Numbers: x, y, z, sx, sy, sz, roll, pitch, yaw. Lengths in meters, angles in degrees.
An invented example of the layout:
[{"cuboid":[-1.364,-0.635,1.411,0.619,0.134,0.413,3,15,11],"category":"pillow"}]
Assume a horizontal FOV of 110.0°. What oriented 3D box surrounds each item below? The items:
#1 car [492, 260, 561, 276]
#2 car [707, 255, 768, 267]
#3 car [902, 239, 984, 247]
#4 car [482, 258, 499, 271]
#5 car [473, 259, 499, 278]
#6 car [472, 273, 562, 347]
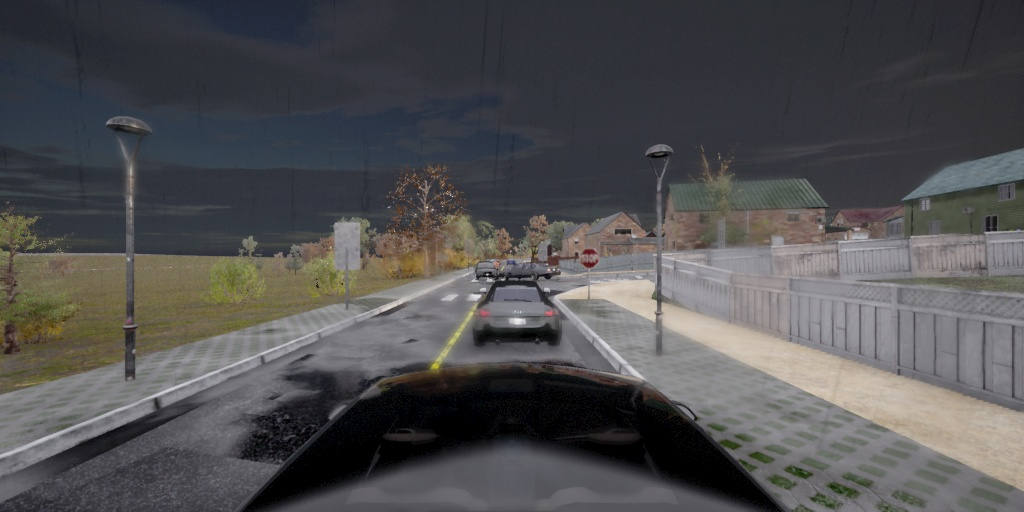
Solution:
[{"cuboid":[1.280,1.197,28.383,5.357,1.411,2.033,-4,-3,43],"category":"car"},{"cuboid":[14.343,0.413,22.788,4.181,1.385,1.994,-3,0,16],"category":"car"},{"cuboid":[23.848,-0.208,20.386,4.902,1.511,2.128,-3,0,14],"category":"car"},{"cuboid":[-2.952,1.120,51.104,2.097,1.767,4.553,0,0,1],"category":"car"},{"cuboid":[-2.314,1.257,31.287,1.837,1.490,4.892,0,0,-8],"category":"car"},{"cuboid":[0.086,1.313,9.366,1.994,1.385,4.181,0,0,-1],"category":"car"}]
